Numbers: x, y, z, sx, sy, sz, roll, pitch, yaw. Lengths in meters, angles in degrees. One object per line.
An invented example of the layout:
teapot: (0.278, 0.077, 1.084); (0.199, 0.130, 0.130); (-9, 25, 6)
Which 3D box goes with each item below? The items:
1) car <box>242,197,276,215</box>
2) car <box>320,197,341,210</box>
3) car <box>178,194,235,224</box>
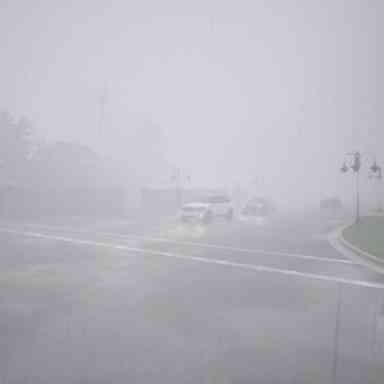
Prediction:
car: (6.710, 1.299, 33.050); (2.097, 1.767, 4.553); (0, 0, 34)
car: (18.233, 1.439, 43.582); (1.882, 1.535, 5.008); (0, 0, 34)
car: (1.250, 1.169, 24.989); (2.150, 2.045, 5.566); (0, 0, 34)
